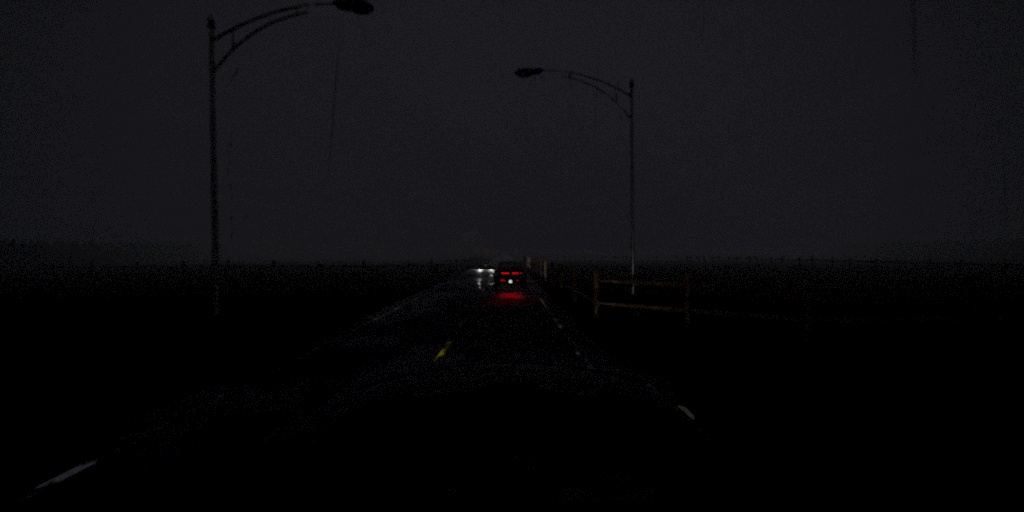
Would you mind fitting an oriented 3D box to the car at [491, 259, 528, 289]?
[{"bbox_3d":[-0.128,1.068,21.438,1.837,1.490,4.892,-1,1,-1],"label":"car"}]

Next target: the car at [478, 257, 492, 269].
[{"bbox_3d":[-3.262,0.858,45.995,1.837,1.490,4.892,-1,1,-1],"label":"car"}]
